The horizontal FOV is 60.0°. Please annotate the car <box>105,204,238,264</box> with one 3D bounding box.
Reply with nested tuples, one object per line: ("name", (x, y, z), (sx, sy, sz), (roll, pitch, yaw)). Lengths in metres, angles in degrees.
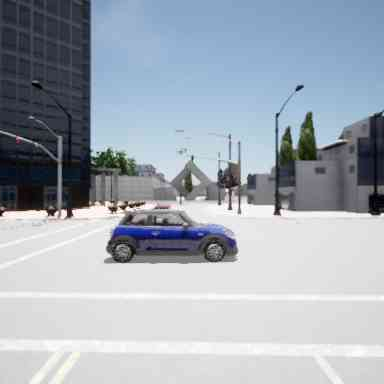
("car", (-0.678, 1.430, 11.971), (4.553, 1.767, 2.097), (0, -1, -1))
